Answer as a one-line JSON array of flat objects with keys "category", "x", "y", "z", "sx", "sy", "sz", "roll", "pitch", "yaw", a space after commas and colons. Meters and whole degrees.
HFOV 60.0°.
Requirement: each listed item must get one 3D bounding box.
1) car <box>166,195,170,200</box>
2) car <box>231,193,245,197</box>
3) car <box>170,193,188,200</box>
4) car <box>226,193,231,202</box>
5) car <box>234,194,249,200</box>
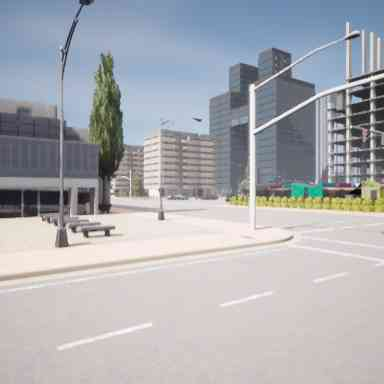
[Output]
[{"category": "car", "x": -4.227, "y": 1.107, "z": 84.639, "sx": 4.605, "sy": 1.855, "sz": 1.932, "roll": 0, "pitch": 0, "yaw": -34}, {"category": "car", "x": 9.958, "y": 1.352, "z": 63.552, "sx": 3.806, "sy": 1.475, "sz": 1.970, "roll": 0, "pitch": 0, "yaw": -34}, {"category": "car", "x": -2.654, "y": 1.110, "z": 82.209, "sx": 3.866, "sy": 1.878, "sz": 1.905, "roll": 0, "pitch": 0, "yaw": -34}, {"category": "car", "x": 8.348, "y": 1.112, "z": 65.959, "sx": 3.866, "sy": 1.878, "sz": 1.905, "roll": 0, "pitch": 0, "yaw": -34}, {"category": "car", "x": 13.341, "y": 1.353, "z": 89.731, "sx": 3.806, "sy": 1.475, "sz": 1.970, "roll": 0, "pitch": 0, "yaw": -34}]
